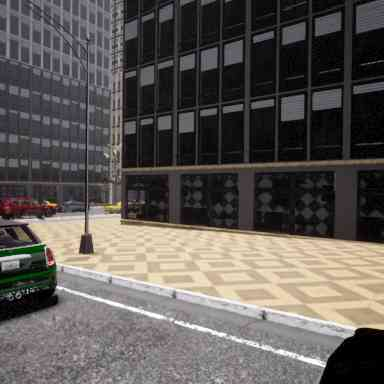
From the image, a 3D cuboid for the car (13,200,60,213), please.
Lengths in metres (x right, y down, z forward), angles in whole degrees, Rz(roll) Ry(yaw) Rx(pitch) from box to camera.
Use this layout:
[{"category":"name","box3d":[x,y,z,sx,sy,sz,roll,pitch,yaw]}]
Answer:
[{"category":"car","box3d":[-18.419,1.643,39.540,1.752,1.417,4.829,1,0,37]}]

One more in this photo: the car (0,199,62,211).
[{"category":"car","box3d":[-14.939,1.519,30.158,2.192,1.841,5.009,1,0,37]}]

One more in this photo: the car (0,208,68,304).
[{"category":"car","box3d":[-5.011,1.348,7.268,4.553,1.767,2.097,0,0,36]}]

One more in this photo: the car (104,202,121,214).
[{"category":"car","box3d":[-8.124,1.830,39.357,1.752,1.417,4.829,1,0,37]}]

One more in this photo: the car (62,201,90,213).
[{"category":"car","box3d":[-14.539,1.749,40.409,1.994,1.385,4.181,1,0,37]}]

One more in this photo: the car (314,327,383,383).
[{"category":"car","box3d":[2.986,1.601,1.549,4.718,1.301,1.895,0,0,36]}]
